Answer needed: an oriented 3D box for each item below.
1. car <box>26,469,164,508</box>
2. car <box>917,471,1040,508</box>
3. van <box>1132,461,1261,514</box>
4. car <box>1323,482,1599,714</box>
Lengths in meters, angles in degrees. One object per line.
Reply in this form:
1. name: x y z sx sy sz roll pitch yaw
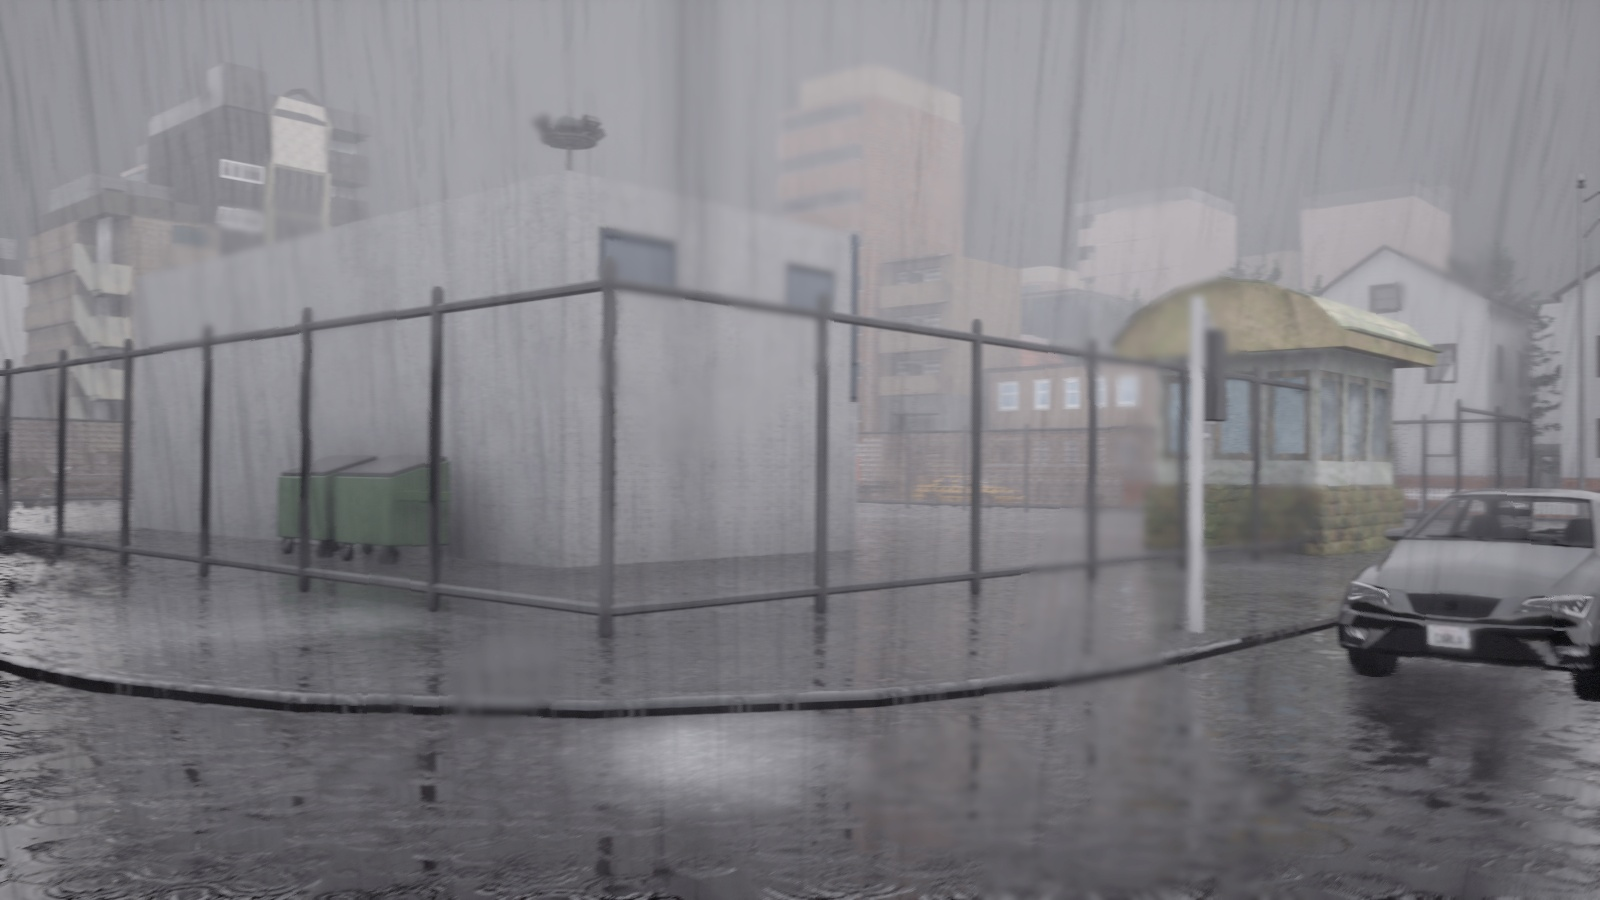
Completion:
1. car: -30.897 1.649 55.128 2.033 1.649 4.856 -1 -1 43
2. car: 7.870 1.717 55.853 5.366 1.575 1.801 -1 -1 44
3. van: 15.403 1.421 48.911 4.442 1.987 1.775 -1 -1 44
4. car: 5.992 1.011 10.273 1.816 1.474 4.193 -1 -1 43
